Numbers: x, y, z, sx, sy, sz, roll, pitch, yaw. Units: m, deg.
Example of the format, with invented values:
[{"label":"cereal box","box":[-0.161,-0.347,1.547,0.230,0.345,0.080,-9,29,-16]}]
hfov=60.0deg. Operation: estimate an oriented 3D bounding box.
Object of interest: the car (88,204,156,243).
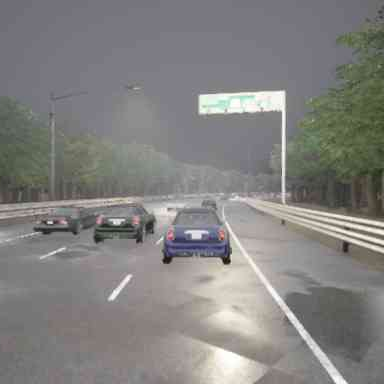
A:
[{"label":"car","box":[-3.052,1.329,16.025,2.097,1.767,4.553,0,0,2]}]

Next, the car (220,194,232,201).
[{"label":"car","box":[8.295,1.408,83.812,2.128,1.511,4.902,0,0,11]}]

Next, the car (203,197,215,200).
[{"label":"car","box":[2.157,1.460,42.115,1.837,1.490,4.892,0,0,6]}]

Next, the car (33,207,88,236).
[{"label":"car","box":[-6.597,1.514,18.336,2.033,1.411,5.357,0,0,3]}]

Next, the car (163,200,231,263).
[{"label":"car","box":[0.203,1.341,12.050,2.097,1.767,4.553,0,0,2]}]

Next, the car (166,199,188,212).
[{"label":"car","box":[-1.661,1.551,38.886,1.895,1.301,4.718,0,0,5]}]

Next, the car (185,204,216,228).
[{"label":"car","box":[0.661,1.580,22.892,1.895,1.301,4.718,0,0,3]}]
